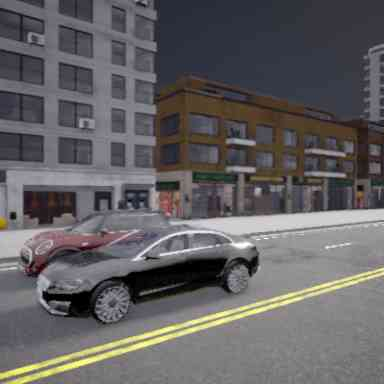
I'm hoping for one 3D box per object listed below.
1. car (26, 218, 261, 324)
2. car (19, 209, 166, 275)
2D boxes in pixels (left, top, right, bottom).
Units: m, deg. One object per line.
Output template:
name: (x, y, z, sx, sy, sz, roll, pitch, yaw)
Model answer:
car: (-0.654, 1.491, 7.209, 4.902, 1.511, 2.128, 0, 0, -35)
car: (-2.539, 1.352, 9.857, 4.553, 1.767, 2.097, 0, 0, -35)
